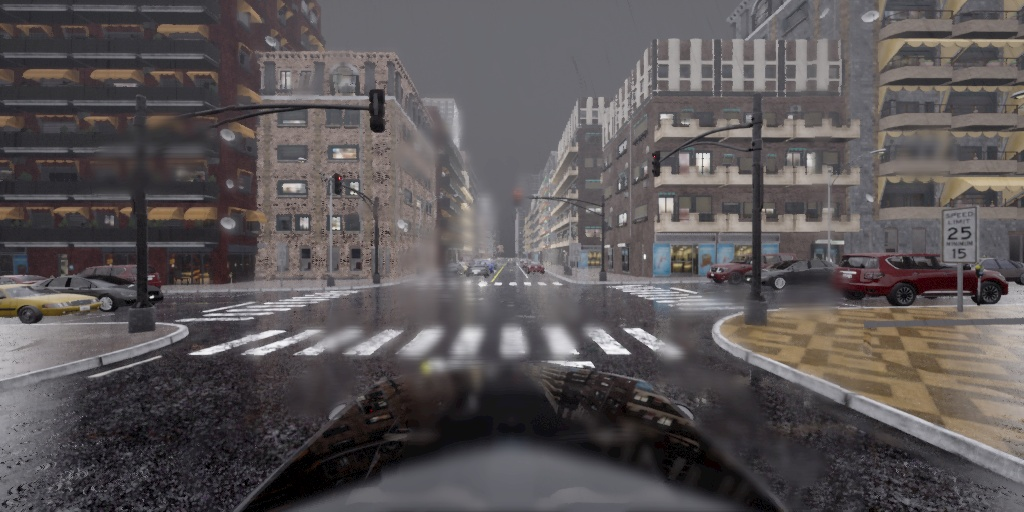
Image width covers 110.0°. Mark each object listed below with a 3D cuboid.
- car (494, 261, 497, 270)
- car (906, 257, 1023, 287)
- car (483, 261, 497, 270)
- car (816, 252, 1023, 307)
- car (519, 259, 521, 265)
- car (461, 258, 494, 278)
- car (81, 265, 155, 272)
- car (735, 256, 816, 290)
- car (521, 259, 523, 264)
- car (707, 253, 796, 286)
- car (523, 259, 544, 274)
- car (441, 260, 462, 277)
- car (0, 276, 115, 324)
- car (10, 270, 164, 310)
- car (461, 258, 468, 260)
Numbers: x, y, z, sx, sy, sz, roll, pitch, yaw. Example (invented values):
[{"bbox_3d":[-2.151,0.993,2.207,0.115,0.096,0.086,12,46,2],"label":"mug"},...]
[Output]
[{"bbox_3d":[-3.192,1.237,43.437,1.882,1.535,5.008,0,0,0],"label":"car"},{"bbox_3d":[24.723,0.807,19.044,5.357,1.411,2.033,-1,0,-1],"label":"car"},{"bbox_3d":[-3.207,1.365,53.434,1.895,1.301,4.718,0,0,0],"label":"car"},{"bbox_3d":[14.685,0.775,13.141,5.009,1.841,2.192,0,0,-1],"label":"car"},{"bbox_3d":[2.565,1.349,57.889,1.802,1.307,4.207,0,0,0],"label":"car"},{"bbox_3d":[-3.172,1.247,34.014,2.128,1.511,4.902,0,0,0],"label":"car"},{"bbox_3d":[-23.642,1.462,21.069,5.009,1.841,2.192,0,0,-1],"label":"car"},{"bbox_3d":[14.933,0.947,18.933,4.892,1.490,1.837,-1,0,-1],"label":"car"},{"bbox_3d":[2.590,1.200,46.524,1.967,1.591,4.097,0,0,0],"label":"car"},{"bbox_3d":[14.531,0.759,21.520,5.009,1.841,2.192,0,0,-1],"label":"car"},{"bbox_3d":[2.603,1.198,40.842,1.967,1.591,4.097,0,0,0],"label":"car"},{"bbox_3d":[-5.765,1.322,35.139,1.948,1.339,4.313,0,0,0],"label":"car"},{"bbox_3d":[-17.654,1.585,12.786,4.829,1.417,1.751,0,0,-1],"label":"car"},{"bbox_3d":[-17.898,1.560,15.370,4.892,1.490,1.837,-1,0,-1],"label":"car"},{"bbox_3d":[-5.777,1.284,40.651,1.751,1.417,4.829,0,0,0],"label":"car"}]
